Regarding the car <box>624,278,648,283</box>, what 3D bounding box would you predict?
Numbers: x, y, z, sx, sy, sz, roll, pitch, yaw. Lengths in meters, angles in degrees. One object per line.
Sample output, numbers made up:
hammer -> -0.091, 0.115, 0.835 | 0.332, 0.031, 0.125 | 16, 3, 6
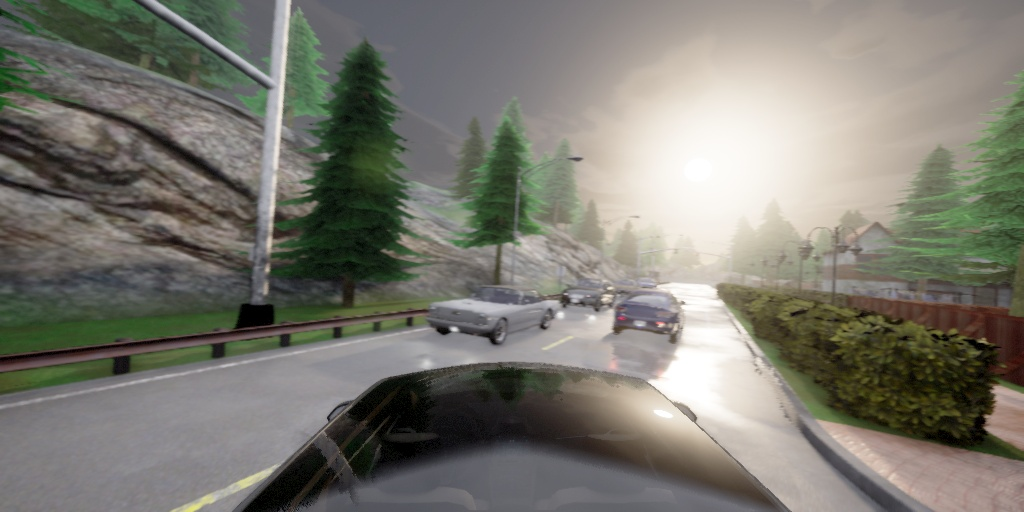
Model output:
car -> 8.660, 2.488, 27.190 | 2.033, 1.411, 5.357 | 3, -2, 28

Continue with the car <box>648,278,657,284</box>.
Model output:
car -> 13.392, 2.953, 36.016 | 1.882, 1.535, 5.008 | 3, -2, 28

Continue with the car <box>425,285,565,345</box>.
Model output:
car -> -0.309, 1.525, 10.344 | 1.895, 1.301, 4.718 | 3, -2, 28

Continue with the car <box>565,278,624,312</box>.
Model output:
car -> 4.046, 1.909, 18.520 | 2.128, 1.511, 4.902 | 3, -2, 28

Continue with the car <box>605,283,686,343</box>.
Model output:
car -> 4.650, 1.820, 11.930 | 1.812, 1.442, 4.674 | 3, -2, 29
